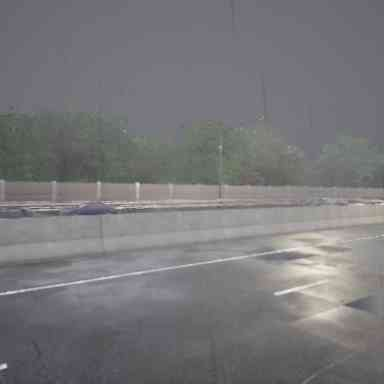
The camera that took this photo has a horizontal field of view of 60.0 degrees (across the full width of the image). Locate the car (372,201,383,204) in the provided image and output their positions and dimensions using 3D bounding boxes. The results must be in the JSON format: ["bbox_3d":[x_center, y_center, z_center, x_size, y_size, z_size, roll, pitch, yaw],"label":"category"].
[{"bbox_3d":[22.651,1.634,37.422,4.674,1.442,1.812,0,0,-36],"label":"car"}]

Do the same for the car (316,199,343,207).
[{"bbox_3d":[18.552,1.634,43.094,4.674,1.442,1.812,0,0,-36],"label":"car"}]

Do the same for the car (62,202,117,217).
[{"bbox_3d":[-8.608,1.545,27.930,4.674,1.442,1.812,0,0,-35],"label":"car"}]

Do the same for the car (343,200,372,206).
[{"bbox_3d":[20.814,1.710,40.413,4.718,1.301,1.895,0,0,-36],"label":"car"}]

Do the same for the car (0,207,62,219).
[{"bbox_3d":[-10.302,1.553,18.140,5.357,1.411,2.033,0,0,-36],"label":"car"}]

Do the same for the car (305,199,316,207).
[{"bbox_3d":[17.779,1.678,46.839,4.181,1.385,1.994,0,0,-36],"label":"car"}]
